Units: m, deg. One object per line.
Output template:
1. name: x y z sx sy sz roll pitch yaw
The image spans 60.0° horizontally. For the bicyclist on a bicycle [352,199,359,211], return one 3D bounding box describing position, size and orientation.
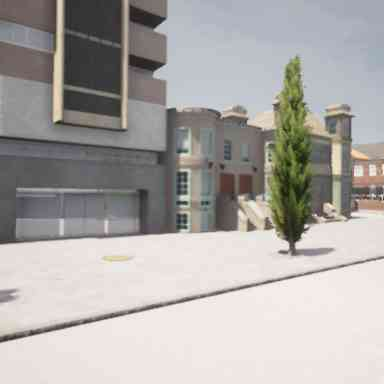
1. bicyclist on a bicycle: 22.217 1.833 45.140 1.656 1.620 0.582 0 0 -36
